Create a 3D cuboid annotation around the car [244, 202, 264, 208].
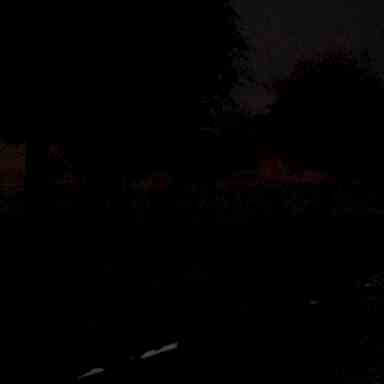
[{"bbox_3d":[13.874,2.859,75.074,2.033,1.411,5.357,-2,0,-29],"label":"car"}]
